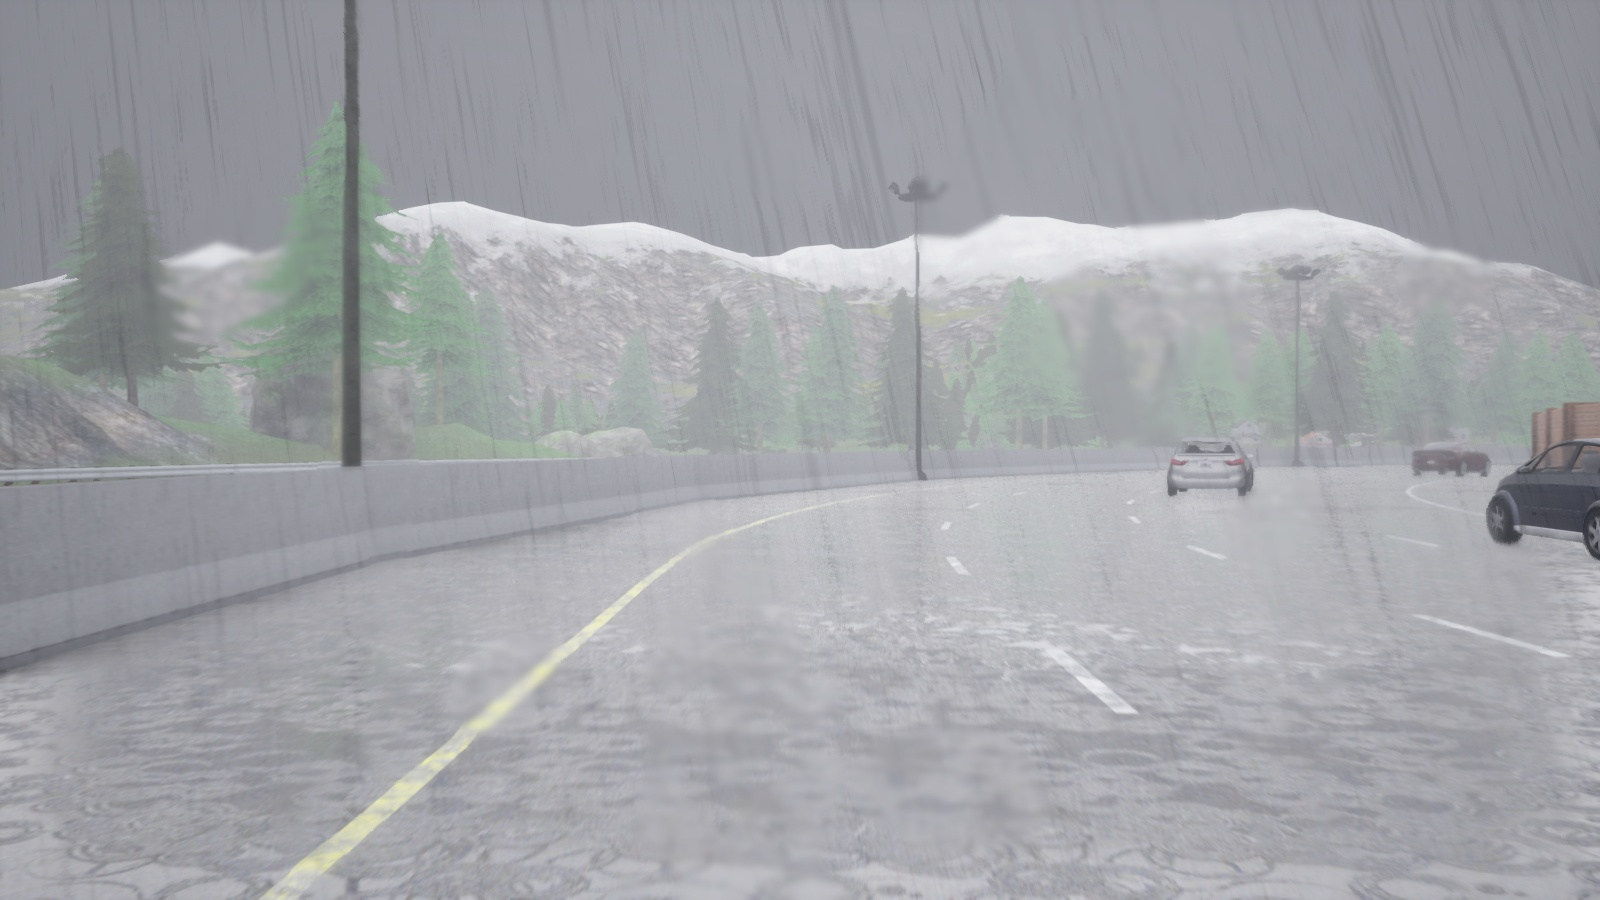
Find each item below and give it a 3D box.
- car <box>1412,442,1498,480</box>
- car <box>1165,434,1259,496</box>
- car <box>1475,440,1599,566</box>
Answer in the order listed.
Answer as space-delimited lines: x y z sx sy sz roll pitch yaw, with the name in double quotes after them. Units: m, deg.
28.199 0.436 53.995 1.882 1.535 5.008 0 0 45 "car"
12.031 0.390 36.441 2.242 1.667 4.611 0 0 23 "car"
10.806 0.637 16.765 1.789 1.549 3.705 0 0 4 "car"
